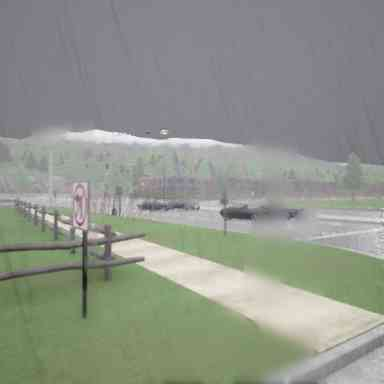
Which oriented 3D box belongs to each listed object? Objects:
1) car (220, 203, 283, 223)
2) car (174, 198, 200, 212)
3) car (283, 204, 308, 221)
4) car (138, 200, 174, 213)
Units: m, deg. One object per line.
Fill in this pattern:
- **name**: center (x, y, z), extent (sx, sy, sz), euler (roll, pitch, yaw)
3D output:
- **car**: center (4.327, 1.613, 25.628), extent (1.895, 1.301, 4.718), euler (0, 0, -35)
- **car**: center (-0.925, 1.508, 39.255), extent (2.128, 1.511, 4.902), euler (0, 0, -35)
- **car**: center (7.170, 1.616, 27.670), extent (1.895, 1.301, 4.718), euler (0, 0, -35)
- **car**: center (-4.367, 1.613, 38.079), extent (1.895, 1.301, 4.718), euler (0, 0, -35)
